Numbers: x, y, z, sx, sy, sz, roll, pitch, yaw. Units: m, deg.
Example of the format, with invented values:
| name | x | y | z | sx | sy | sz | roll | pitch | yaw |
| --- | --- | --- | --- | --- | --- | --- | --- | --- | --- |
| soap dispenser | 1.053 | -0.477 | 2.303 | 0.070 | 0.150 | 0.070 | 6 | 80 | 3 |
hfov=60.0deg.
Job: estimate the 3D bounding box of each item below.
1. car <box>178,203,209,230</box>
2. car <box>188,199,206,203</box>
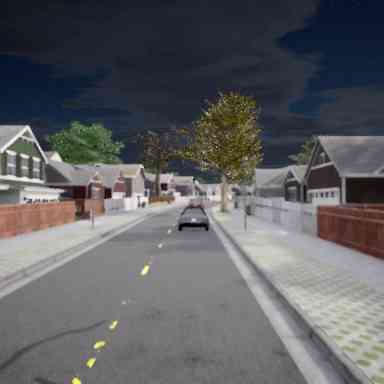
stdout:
| name | x | y | z | sx | sy | sz | roll | pitch | yaw |
| --- | --- | --- | --- | --- | --- | --- | --- | --- | --- |
| car | 0.106 | 1.691 | 22.226 | 1.994 | 1.385 | 4.181 | 0 | 0 | 0 |
| car | 0.599 | 1.588 | 41.234 | 2.097 | 1.767 | 4.553 | 0 | 0 | 3 |
